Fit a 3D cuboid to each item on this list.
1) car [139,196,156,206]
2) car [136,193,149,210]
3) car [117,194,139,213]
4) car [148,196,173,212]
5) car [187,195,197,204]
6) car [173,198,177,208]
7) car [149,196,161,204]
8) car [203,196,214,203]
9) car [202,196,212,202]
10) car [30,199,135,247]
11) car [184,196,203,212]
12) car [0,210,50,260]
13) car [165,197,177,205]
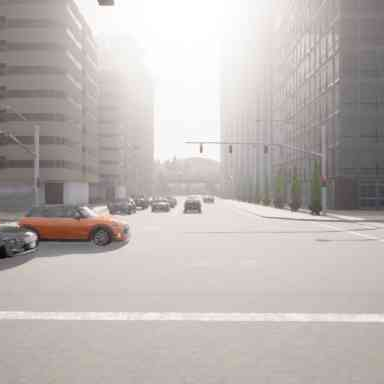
[{"bbox_3d":[-7.129,1.491,53.990,2.128,1.511,4.902,0,0,0],"label":"car"},{"bbox_3d":[-7.129,1.221,44.031,2.150,2.045,5.566,0,0,0],"label":"car"},{"bbox_3d":[-7.125,1.352,34.442,2.097,1.767,4.553,0,0,0],"label":"car"},{"bbox_3d":[-3.628,1.505,38.940,1.837,1.490,4.892,0,0,0],"label":"car"},{"bbox_3d":[-0.048,1.478,66.664,1.882,1.535,5.008,0,0,0],"label":"car"},{"bbox_3d":[-3.631,1.352,48.144,2.097,1.767,4.553,0,0,0],"label":"car"},{"bbox_3d":[-7.092,1.505,64.430,1.837,1.490,4.892,0,0,0],"label":"car"},{"bbox_3d":[3.452,1.505,67.500,1.837,1.490,4.892,0,0,0],"label":"car"},{"bbox_3d":[3.445,1.528,76.167,1.994,1.385,4.181,0,0,0],"label":"car"},{"bbox_3d":[-5.044,1.330,14.444,4.553,1.767,2.097,0,0,0],"label":"car"},{"bbox_3d":[0.065,1.477,39.447,1.882,1.535,5.008,0,0,0],"label":"car"},{"bbox_3d":[-7.666,1.481,10.964,4.902,1.511,2.128,0,0,1],"label":"car"},{"bbox_3d":[-3.621,1.601,57.913,1.895,1.301,4.718,0,0,0],"label":"car"}]
